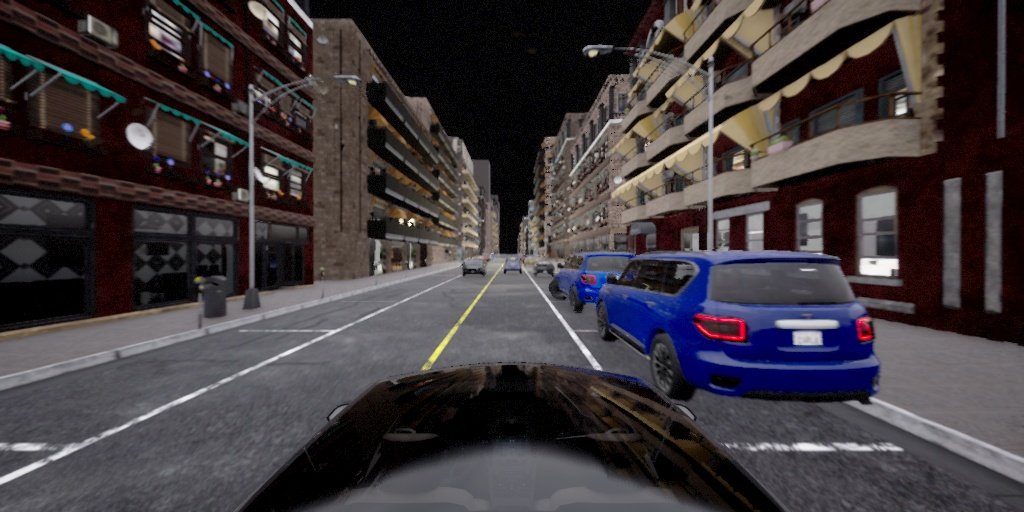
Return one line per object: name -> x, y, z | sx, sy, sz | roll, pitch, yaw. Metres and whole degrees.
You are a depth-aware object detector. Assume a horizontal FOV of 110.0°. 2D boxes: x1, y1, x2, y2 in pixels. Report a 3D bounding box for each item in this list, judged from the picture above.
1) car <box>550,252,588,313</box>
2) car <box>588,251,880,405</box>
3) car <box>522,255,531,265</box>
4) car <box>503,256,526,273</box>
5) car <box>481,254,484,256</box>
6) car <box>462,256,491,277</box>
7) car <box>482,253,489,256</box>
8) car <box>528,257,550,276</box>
car -> 3.038, 0.854, 13.599 | 2.150, 2.045, 5.566 | 0, 1, -3
car -> 3.105, 0.931, 6.450 | 2.150, 2.045, 5.566 | 0, 1, 0
car -> 2.687, 0.755, 53.963 | 1.751, 1.417, 4.829 | 0, 0, 0
car -> 0.089, 0.959, 35.663 | 2.033, 1.411, 5.357 | 0, 1, 0
car -> -5.694, 0.780, 53.797 | 2.007, 1.370, 4.403 | 0, 0, 0
car -> -3.096, 0.970, 30.522 | 1.837, 1.490, 4.892 | 0, 0, 0
car -> -5.694, 0.661, 65.069 | 1.888, 1.381, 4.507 | 0, 0, 0
car -> 2.688, 1.006, 31.249 | 2.007, 1.370, 4.403 | 0, 0, 0
